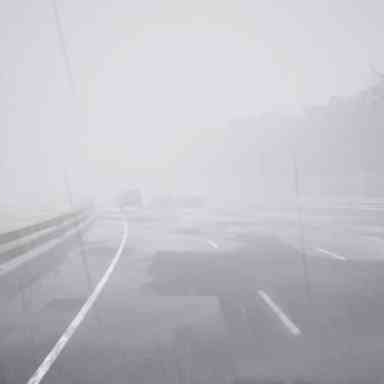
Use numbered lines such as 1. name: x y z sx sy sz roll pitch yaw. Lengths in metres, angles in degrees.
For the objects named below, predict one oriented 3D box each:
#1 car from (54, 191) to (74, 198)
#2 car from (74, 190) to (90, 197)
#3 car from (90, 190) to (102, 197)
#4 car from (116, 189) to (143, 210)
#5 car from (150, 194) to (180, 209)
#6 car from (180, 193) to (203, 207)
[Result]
1. car: -26.741 0.515 67.996 2.128 1.511 4.902 -1 1 -43
2. car: -24.144 0.415 70.340 1.882 1.535 5.008 -1 1 -43
3. car: -21.318 0.390 72.468 1.837 1.490 4.892 -1 1 -40
4. car: -6.712 0.727 35.311 2.150 2.045 5.566 -1 1 -20
5. car: -3.273 0.966 36.005 2.128 1.511 4.902 -1 1 -20
6. car: -0.303 0.902 38.086 1.882 1.535 5.008 0 1 -20
